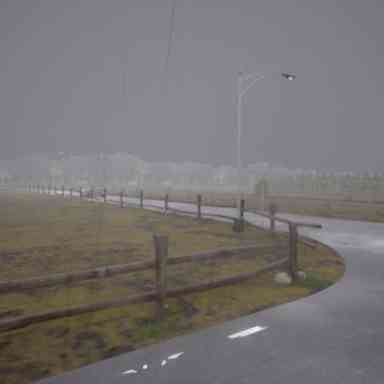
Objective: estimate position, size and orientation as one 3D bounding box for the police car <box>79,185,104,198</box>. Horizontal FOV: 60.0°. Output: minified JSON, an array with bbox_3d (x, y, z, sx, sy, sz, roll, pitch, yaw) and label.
[{"bbox_3d":[-12.607,-0.031,42.033,2.038,1.542,4.974,-1,3,-36],"label":"police car"}]
